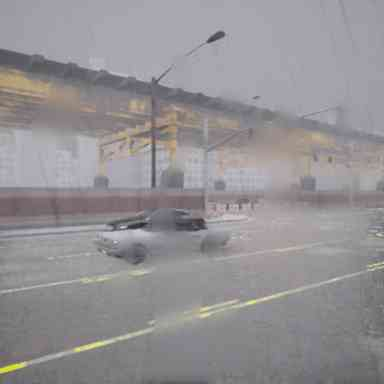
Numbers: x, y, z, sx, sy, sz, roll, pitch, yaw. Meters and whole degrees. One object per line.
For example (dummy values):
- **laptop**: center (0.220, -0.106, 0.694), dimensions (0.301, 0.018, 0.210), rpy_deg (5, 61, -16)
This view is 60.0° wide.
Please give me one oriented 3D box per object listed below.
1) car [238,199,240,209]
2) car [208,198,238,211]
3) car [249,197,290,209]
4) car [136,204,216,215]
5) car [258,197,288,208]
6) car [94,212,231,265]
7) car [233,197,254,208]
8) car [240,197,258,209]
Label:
- **car**: center (2.705, 1.433, 38.262), dimensions (4.974, 1.542, 2.038), rpy_deg (0, 0, 8)
- **car**: center (2.653, 1.275, 38.269), dimensions (4.536, 1.218, 1.853), rpy_deg (0, 0, 8)
- **car**: center (10.362, 1.424, 44.705), dimensions (4.974, 1.542, 2.038), rpy_deg (0, 0, -7)
- **car**: center (-1.586, 1.487, 15.669), dimensions (4.902, 1.511, 2.128), rpy_deg (0, 0, -35)
- **car**: center (10.310, 1.267, 44.698), dimensions (4.536, 1.218, 1.853), rpy_deg (0, 0, -7)
- **car**: center (-0.955, 1.596, 11.842), dimensions (4.718, 1.301, 1.895), rpy_deg (0, 0, -35)
- **car**: center (6.466, 1.271, 40.995), dimensions (1.853, 1.218, 4.536), rpy_deg (0, 0, 18)
- **car**: center (6.450, 1.429, 40.946), dimensions (2.038, 1.542, 4.974), rpy_deg (0, 0, 18)
